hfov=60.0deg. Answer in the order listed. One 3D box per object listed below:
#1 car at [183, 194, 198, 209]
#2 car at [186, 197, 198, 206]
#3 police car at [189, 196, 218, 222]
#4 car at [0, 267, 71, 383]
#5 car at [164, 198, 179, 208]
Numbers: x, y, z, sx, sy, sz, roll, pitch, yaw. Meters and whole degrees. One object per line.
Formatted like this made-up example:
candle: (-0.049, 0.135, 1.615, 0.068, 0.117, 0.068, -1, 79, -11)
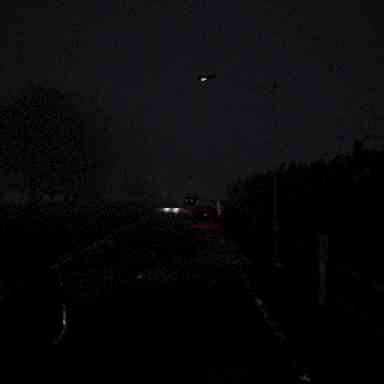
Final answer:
car: (0.002, 1.222, 45.442, 2.150, 2.045, 5.566, 0, 0, 0)
car: (-0.010, 1.568, 56.957, 1.994, 1.385, 4.181, 0, 0, 0)
police car: (0.957, 1.424, 26.174, 1.930, 1.638, 5.238, 0, 0, 0)
car: (-2.853, 1.563, 3.444, 1.994, 1.385, 4.181, 0, 0, 0)
car: (-2.838, 1.566, 47.534, 1.994, 1.385, 4.181, 0, 0, 0)
